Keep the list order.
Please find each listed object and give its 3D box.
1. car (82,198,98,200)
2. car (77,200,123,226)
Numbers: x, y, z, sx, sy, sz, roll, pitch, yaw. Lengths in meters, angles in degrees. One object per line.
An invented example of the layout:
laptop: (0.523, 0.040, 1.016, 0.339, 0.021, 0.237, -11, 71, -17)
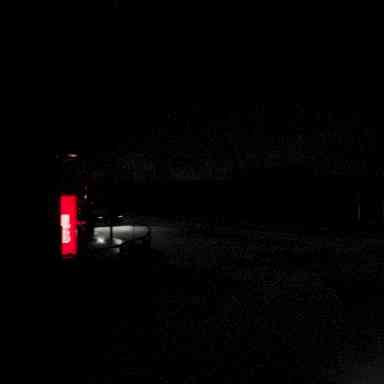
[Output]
car: (-11.697, 1.436, 37.702, 2.128, 1.511, 4.902, 0, 0, -35)
car: (-6.710, 1.511, 23.466, 2.033, 1.411, 5.357, 0, 0, -35)
